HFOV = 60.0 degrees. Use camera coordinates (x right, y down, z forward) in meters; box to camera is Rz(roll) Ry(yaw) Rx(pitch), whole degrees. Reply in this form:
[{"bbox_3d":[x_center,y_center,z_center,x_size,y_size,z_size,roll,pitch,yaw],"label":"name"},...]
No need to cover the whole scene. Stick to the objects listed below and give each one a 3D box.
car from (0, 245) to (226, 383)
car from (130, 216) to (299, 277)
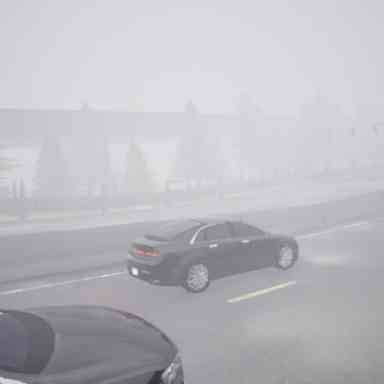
[{"bbox_3d":[-2.283,1.498,2.118,4.902,1.511,2.128,-1,0,-36],"label":"car"},{"bbox_3d":[0.731,1.381,8.567,4.892,1.490,1.837,-2,1,-35],"label":"car"}]
